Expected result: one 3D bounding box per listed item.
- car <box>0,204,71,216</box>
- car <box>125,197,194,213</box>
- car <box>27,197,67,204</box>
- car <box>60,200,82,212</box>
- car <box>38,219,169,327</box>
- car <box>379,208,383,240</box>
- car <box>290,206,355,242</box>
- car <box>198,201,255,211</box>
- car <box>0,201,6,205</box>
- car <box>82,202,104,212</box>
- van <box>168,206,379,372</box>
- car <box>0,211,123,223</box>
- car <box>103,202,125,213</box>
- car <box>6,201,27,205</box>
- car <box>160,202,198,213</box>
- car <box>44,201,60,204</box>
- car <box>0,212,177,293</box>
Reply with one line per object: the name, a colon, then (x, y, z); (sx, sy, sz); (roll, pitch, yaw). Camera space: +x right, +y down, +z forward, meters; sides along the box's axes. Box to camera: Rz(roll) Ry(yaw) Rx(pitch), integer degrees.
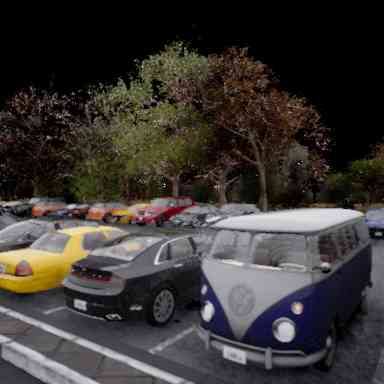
car: (-7.207, 1.511, 12.241); (2.185, 1.767, 4.553); (-1, 0, 36)
car: (-1.841, 1.408, 24.497); (2.435, 2.045, 5.566); (-1, 0, 36)
car: (-13.148, 1.641, 32.624); (2.185, 1.767, 4.553); (-1, 0, 36)
car: (-8.611, 1.725, 29.393); (2.097, 1.535, 5.008); (-1, 0, 36)
car: (-0.412, 1.566, 7.385); (2.231, 1.521, 4.892); (-1, 0, 36)
car: (9.484, 1.541, 16.393); (2.097, 1.535, 5.008); (-1, 0, 36)
car: (7.202, 1.595, 17.991); (2.163, 1.488, 4.792); (-1, 0, 36)
car: (2.716, 1.487, 21.293); (2.185, 1.767, 4.553); (-1, 0, 36)
car: (-17.636, 1.836, 35.925); (2.163, 1.488, 4.792); (0, 0, 36)
car: (-6.367, 1.578, 27.746); (2.185, 1.767, 4.553); (-1, 0, 36)
van: (1.782, 1.315, 5.671); (1.878, 1.987, 4.442); (-1, 0, 36)
car: (-4.923, 1.614, 10.645); (2.231, 1.521, 4.892); (-1, 0, 36)
car: (-4.083, 1.681, 26.150); (2.097, 1.535, 5.008); (-1, 0, 36)
car: (-15.407, 1.536, 34.252); (2.435, 2.045, 5.566); (0, 0, 36)
car: (0.440, 1.638, 22.898); (2.231, 1.521, 4.892); (-1, 0, 36)
car: (-10.866, 1.786, 31.025); (2.002, 1.452, 4.674); (-1, 0, 36)
car: (-2.559, 1.586, 9.165); (1.946, 1.575, 5.366); (-1, 0, 36)
